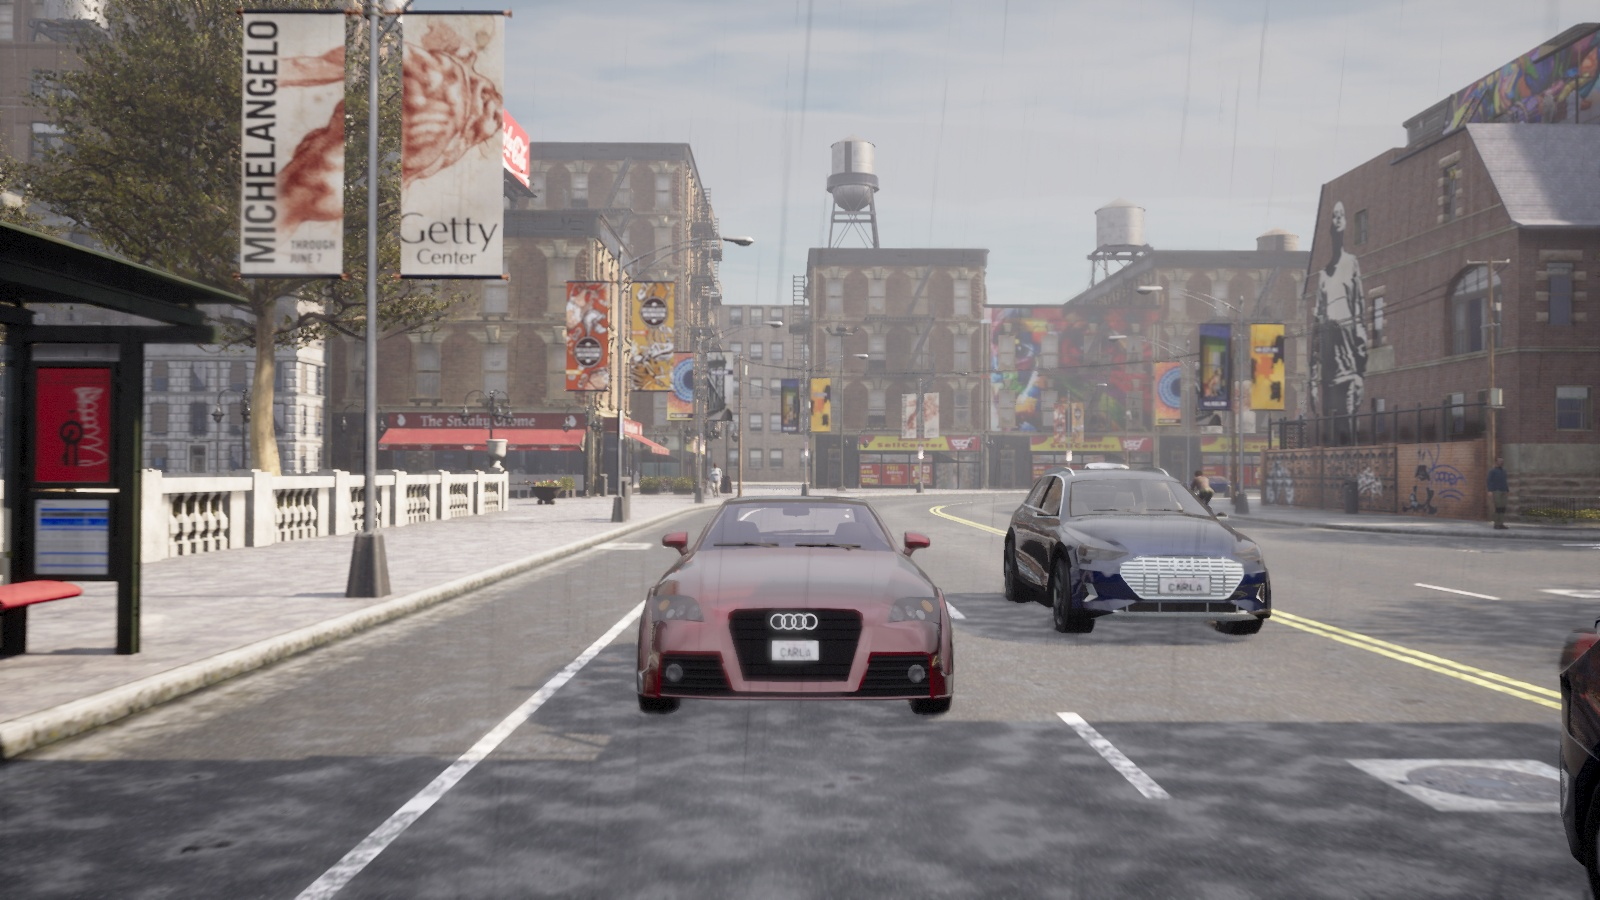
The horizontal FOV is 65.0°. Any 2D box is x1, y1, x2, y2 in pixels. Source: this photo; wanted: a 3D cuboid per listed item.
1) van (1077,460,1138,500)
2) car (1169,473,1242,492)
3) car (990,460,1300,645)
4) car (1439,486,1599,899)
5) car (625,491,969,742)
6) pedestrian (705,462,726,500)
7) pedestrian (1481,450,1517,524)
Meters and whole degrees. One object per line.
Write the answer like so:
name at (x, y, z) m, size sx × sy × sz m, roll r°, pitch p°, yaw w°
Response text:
van at (16.611, 1.598, 67.688) m, size 2.069 × 2.038 × 4.480 m, roll -1°, pitch -1°, yaw 29°
car at (28.342, 2.262, 87.721) m, size 4.718 × 1.301 × 1.895 m, roll 0°, pitch -1°, yaw -23°
car at (3.466, 0.959, 13.722) m, size 2.033 × 1.649 × 4.856 m, roll 0°, pitch -1°, yaw 0°
car at (3.494, 0.839, 2.321) m, size 2.163 × 1.488 × 4.792 m, roll 0°, pitch -1°, yaw 0°
car at (-0.023, 1.035, 9.402) m, size 1.994 × 1.385 × 4.181 m, roll 0°, pitch -1°, yaw 0°
pedestrian at (-4.180, 1.526, 62.378) m, size 0.874 × 1.855 × 0.900 m, roll 0°, pitch -1°, yaw 7°
pedestrian at (17.689, 0.930, 31.802) m, size 0.402 × 1.842 × 0.726 m, roll 0°, pitch -1°, yaw -10°
